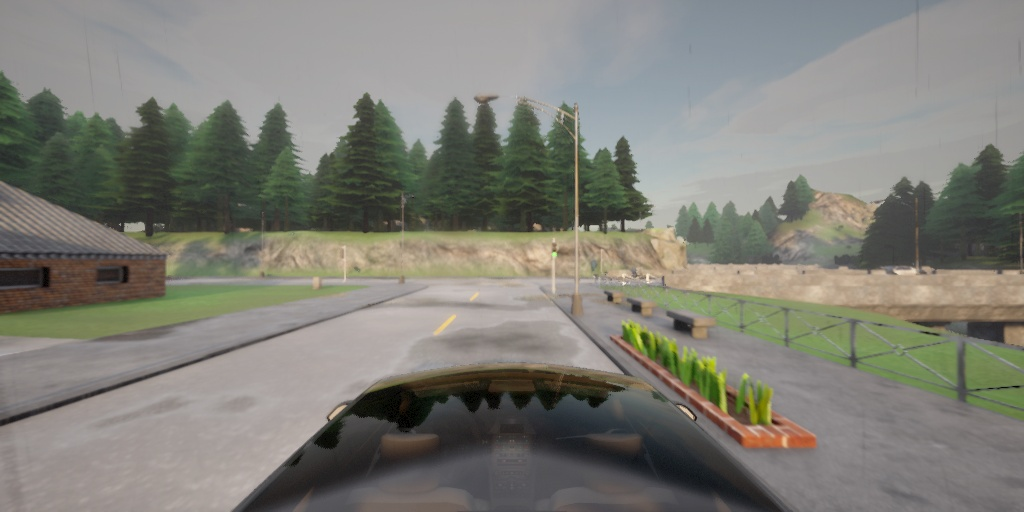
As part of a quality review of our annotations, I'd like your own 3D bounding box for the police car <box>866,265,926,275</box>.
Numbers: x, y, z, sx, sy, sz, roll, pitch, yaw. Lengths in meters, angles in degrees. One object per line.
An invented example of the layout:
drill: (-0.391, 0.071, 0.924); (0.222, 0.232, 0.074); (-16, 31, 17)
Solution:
police car: (40.352, 1.755, 37.885); (4.974, 1.542, 2.038); (0, -1, 0)
